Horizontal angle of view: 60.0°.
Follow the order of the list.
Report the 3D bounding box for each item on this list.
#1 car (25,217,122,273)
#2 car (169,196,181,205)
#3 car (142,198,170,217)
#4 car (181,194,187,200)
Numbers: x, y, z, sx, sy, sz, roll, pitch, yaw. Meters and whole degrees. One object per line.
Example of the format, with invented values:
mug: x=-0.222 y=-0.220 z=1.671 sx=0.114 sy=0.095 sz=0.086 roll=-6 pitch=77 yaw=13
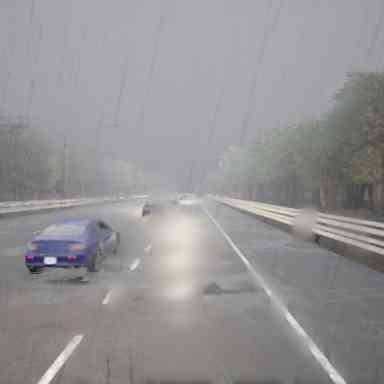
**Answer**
car: x=-3.505 y=1.529 z=10.530 sx=1.812 sy=1.442 sz=4.674 roll=0 pitch=0 yaw=0
car: x=-3.426 y=1.609 z=58.363 sx=2.033 sy=1.411 sz=5.357 roll=0 pitch=0 yaw=0
car: x=-3.499 y=1.516 z=31.206 sx=2.128 sy=1.511 sz=4.902 roll=0 pitch=0 yaw=0
car: x=-3.276 y=1.704 z=94.864 sx=1.895 sy=1.301 sz=4.718 roll=0 pitch=0 yaw=0
